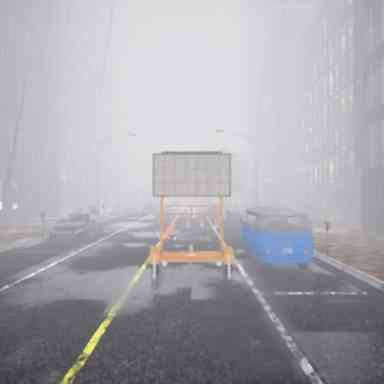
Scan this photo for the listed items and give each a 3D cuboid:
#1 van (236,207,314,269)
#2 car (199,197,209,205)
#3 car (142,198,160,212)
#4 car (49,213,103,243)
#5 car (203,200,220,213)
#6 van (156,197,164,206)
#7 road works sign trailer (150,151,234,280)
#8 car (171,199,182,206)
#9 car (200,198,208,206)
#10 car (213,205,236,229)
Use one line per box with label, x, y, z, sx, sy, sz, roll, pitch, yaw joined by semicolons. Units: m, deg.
van;2.682;1.436;11.202;1.690;1.788;3.998;0;0;0
car;2.636;2.021;73.815;1.967;1.590;4.097;0;0;0
car;-5.724;1.929;45.350;2.008;1.369;4.403;0;0;0
car;-5.703;1.724;16.888;1.802;1.307;4.206;0;0;0
car;2.661;1.914;39.660;1.802;1.307;4.206;0;0;0
van;-5.732;1.805;56.737;1.690;1.788;3.998;0;0;0
road works sign trailer;-0.008;0.551;10.226;2.380;3.560;2.880;0;0;0
car;-3.050;2.075;65.908;2.033;1.411;5.357;0;0;0
car;2.653;1.973;51.045;2.008;1.369;4.403;0;0;0
car;2.673;1.772;22.583;1.802;1.307;4.206;0;0;0
